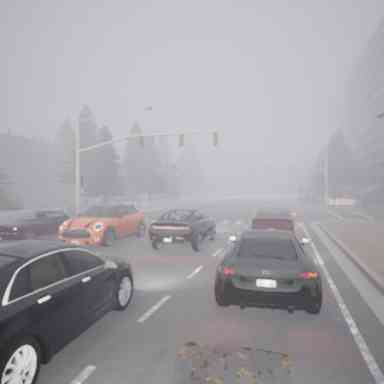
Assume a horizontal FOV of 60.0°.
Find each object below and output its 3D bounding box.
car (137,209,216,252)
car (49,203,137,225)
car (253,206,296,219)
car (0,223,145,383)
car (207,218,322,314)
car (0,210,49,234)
[{"bbox_3d":[-0.228,1.466,13.965,2.128,1.511,4.902,0,0,15],"label":"car"},{"bbox_3d":[-3.849,1.324,14.856,2.097,1.767,4.553,0,0,16],"label":"car"},{"bbox_3d":[4.046,1.446,16.374,1.882,1.535,5.008,0,0,17],"label":"car"},{"bbox_3d":[-2.420,1.495,5.005,1.837,1.490,4.892,0,0,11],"label":"car"},{"bbox_3d":[1.759,1.549,7.720,1.994,1.385,4.181,0,0,14],"label":"car"},{"bbox_3d":[-7.250,1.574,15.699,1.895,1.301,4.718,0,0,16],"label":"car"}]
